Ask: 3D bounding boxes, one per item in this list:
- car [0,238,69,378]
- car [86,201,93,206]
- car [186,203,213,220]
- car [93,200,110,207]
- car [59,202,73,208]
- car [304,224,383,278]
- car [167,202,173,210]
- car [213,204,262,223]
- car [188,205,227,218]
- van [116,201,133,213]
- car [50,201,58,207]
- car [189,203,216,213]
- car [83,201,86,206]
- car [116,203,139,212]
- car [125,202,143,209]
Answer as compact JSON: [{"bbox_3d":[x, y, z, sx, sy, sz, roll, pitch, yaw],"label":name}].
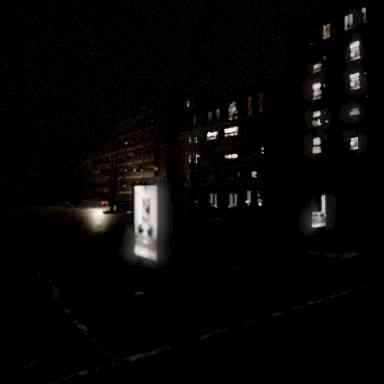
[{"bbox_3d":[-3.741,1.433,3.901,4.097,1.590,1.967,1,-1,-35],"label":"car"},{"bbox_3d":[-24.737,2.966,84.767,1.947,1.339,4.313,-1,0,-36],"label":"car"},{"bbox_3d":[1.043,2.135,34.674,2.008,1.369,4.403,-1,0,-36],"label":"car"},{"bbox_3d":[-21.472,2.759,80.257,1.967,1.590,4.097,-1,0,-36],"label":"car"},{"bbox_3d":[-28.257,2.867,75.342,2.008,1.369,4.403,-1,0,-36],"label":"car"},{"bbox_3d":[5.260,1.662,10.320,4.206,1.307,1.802,1,-1,-35],"label":"car"},{"bbox_3d":[-5.132,2.351,57.710,1.967,1.590,4.097,-1,0,-36],"label":"car"},{"bbox_3d":[4.310,2.054,30.164,2.008,1.369,4.403,-1,0,-36],"label":"car"},{"bbox_3d":[1.725,2.224,38.389,1.895,1.301,4.718,0,-1,-36],"label":"car"},{"bbox_3d":[-9.960,2.200,50.032,1.690,1.788,3.998,-1,0,-36],"label":"van"},{"bbox_3d":[-34.792,3.025,84.362,1.887,1.381,4.507,-1,0,-36],"label":"car"},{"bbox_3d":[1.465,2.331,48.733,1.802,1.307,4.206,-1,0,-36],"label":"car"},{"bbox_3d":[-28.004,3.027,89.277,1.887,1.381,4.507,-1,0,-36],"label":"car"},{"bbox_3d":[-10.865,2.539,55.936,1.895,1.301,4.718,0,-1,-36],"label":"car"},{"bbox_3d":[-11.668,2.656,66.726,1.802,1.307,4.206,-1,0,-36],"label":"car"}]
